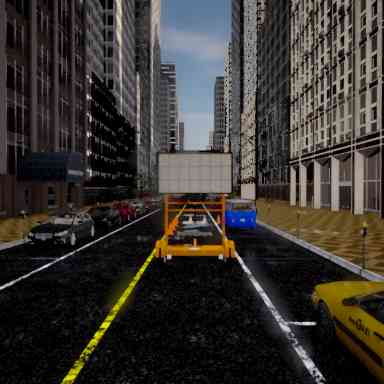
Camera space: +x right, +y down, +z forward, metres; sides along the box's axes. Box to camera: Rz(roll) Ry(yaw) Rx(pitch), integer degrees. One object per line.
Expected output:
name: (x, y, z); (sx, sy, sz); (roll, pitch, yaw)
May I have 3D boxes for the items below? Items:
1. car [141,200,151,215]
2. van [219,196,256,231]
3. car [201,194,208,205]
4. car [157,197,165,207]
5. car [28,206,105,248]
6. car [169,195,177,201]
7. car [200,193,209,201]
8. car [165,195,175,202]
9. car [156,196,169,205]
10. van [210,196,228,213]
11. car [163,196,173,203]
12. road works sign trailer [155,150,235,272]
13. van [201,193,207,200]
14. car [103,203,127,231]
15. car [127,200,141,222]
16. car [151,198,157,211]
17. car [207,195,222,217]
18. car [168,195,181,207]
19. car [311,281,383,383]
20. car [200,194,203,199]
car: (-5.464, 1.543, 31.773); (2.008, 1.369, 4.403); (-1, 0, 0)
van: (2.831, 1.336, 20.344); (1.690, 1.788, 3.998); (-1, 0, 0)
car: (3.127, 1.536, 60.128); (2.008, 1.369, 4.403); (-1, 0, 0)
car: (-5.337, 1.539, 48.824); (2.008, 1.369, 4.403); (-1, 0, 0)
car: (-5.589, 1.547, 14.723); (2.008, 1.369, 4.403); (-1, 0, 0)
car: (-5.044, 1.502, 88.438); (1.752, 1.417, 4.829); (-1, 0, 0)
car: (3.335, 1.291, 88.547); (2.192, 1.841, 5.009); (-1, 0, 0)
car: (-5.128, 1.420, 77.241); (1.967, 1.590, 4.097); (-1, 0, 0)
car: (-5.253, 1.536, 60.190); (2.008, 1.369, 4.403); (-1, 0, 0)
van: (2.957, 1.332, 37.395); (1.690, 1.788, 3.998); (-1, 0, 0)
car: (-5.169, 1.564, 71.557); (1.802, 1.307, 4.206); (-1, 0, 0)
road works sign trailer: (0.097, 0.462, 10.744); (2.380, 3.560, 2.880); (0, 0, 1)
van: (3.378, 1.315, 94.230); (1.690, 1.788, 3.998); (-1, 0, 0)
car: (-5.547, 1.561, 20.406); (1.947, 1.339, 4.313); (-1, 0, 0)
car: (-5.505, 1.539, 26.090); (1.887, 1.381, 4.507); (-1, 0, 0)
car: (-5.421, 1.573, 37.457); (1.802, 1.307, 4.206); (-1, 0, 0)
car: (2.915, 1.308, 31.711); (2.192, 1.841, 5.009); (-1, 0, 0)
car: (-2.631, 1.466, 49.904); (1.882, 1.535, 5.008); (0, 0, 0)
car: (2.708, 1.524, 3.464); (1.752, 1.417, 4.829); (-1, 0, 0)
car: (3.293, 1.293, 82.863); (2.192, 1.841, 5.009); (-1, 0, 0)
